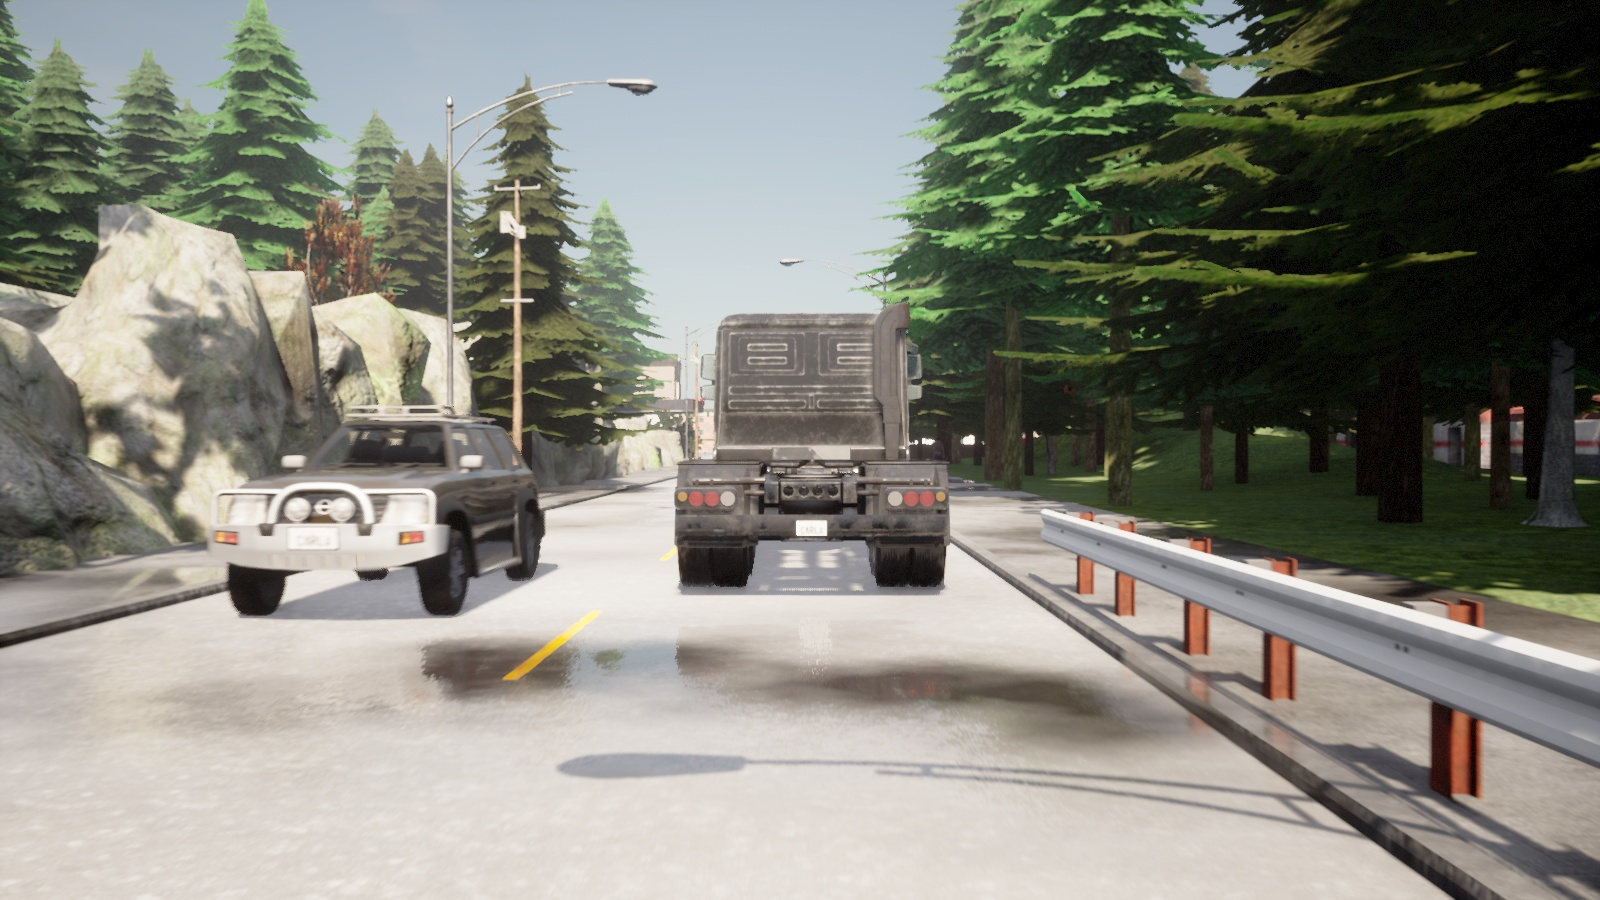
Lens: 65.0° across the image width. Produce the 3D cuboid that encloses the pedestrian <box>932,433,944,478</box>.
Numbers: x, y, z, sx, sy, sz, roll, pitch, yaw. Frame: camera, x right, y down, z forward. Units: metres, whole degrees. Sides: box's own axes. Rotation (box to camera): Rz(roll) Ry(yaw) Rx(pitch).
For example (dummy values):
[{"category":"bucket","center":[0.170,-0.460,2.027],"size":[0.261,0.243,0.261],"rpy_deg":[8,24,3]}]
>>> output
[{"category":"pedestrian","center":[5.562,0.222,50.678],"size":[0.328,1.805,0.869],"rpy_deg":[0,0,-3]}]

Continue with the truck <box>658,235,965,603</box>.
[{"category":"truck","center":[0.146,-0.310,15.814],"size":[2.891,3.462,7.936],"rpy_deg":[0,0,1]}]

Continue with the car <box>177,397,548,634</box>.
[{"category":"car","center":[-3.891,0.503,12.134],"size":[1.932,1.855,4.605],"rpy_deg":[0,0,1]}]
